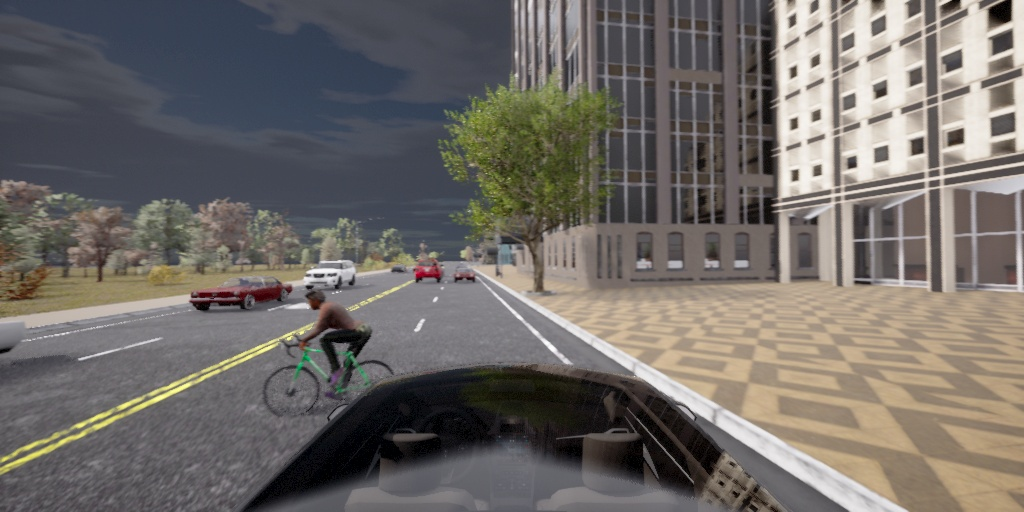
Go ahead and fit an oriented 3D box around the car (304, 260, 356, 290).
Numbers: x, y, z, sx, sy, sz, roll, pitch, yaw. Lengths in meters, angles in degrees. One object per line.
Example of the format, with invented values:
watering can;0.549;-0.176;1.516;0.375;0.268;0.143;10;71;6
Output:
car;-13.427;1.347;26.868;2.150;2.045;5.566;0;-1;-8

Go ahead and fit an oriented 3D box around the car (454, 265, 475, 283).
car;-4.372;1.737;33.078;1.895;1.301;4.718;0;-1;-8

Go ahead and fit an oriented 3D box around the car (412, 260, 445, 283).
car;-7.675;1.380;33.359;2.150;2.045;5.566;0;-1;-9

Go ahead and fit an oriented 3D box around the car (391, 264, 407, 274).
car;-17.850;2.040;56.869;2.033;1.411;5.357;0;-1;-8

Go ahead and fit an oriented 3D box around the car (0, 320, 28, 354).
car;-10.212;1.453;4.727;1.895;1.301;4.718;0;-1;-8

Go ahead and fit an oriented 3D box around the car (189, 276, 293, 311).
car;-11.883;1.595;16.115;1.895;1.301;4.718;0;-1;-8

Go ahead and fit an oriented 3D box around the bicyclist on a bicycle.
bicyclist on a bicycle;-2.353;1.252;4.651;1.656;1.620;0.582;-2;0;-8
